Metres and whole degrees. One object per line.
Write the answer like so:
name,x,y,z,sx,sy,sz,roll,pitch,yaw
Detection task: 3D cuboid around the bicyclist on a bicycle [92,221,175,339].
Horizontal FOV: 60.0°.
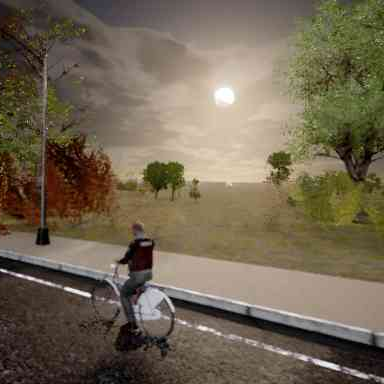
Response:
bicyclist on a bicycle,-1.018,1.339,5.344,1.843,1.776,0.659,1,1,35
